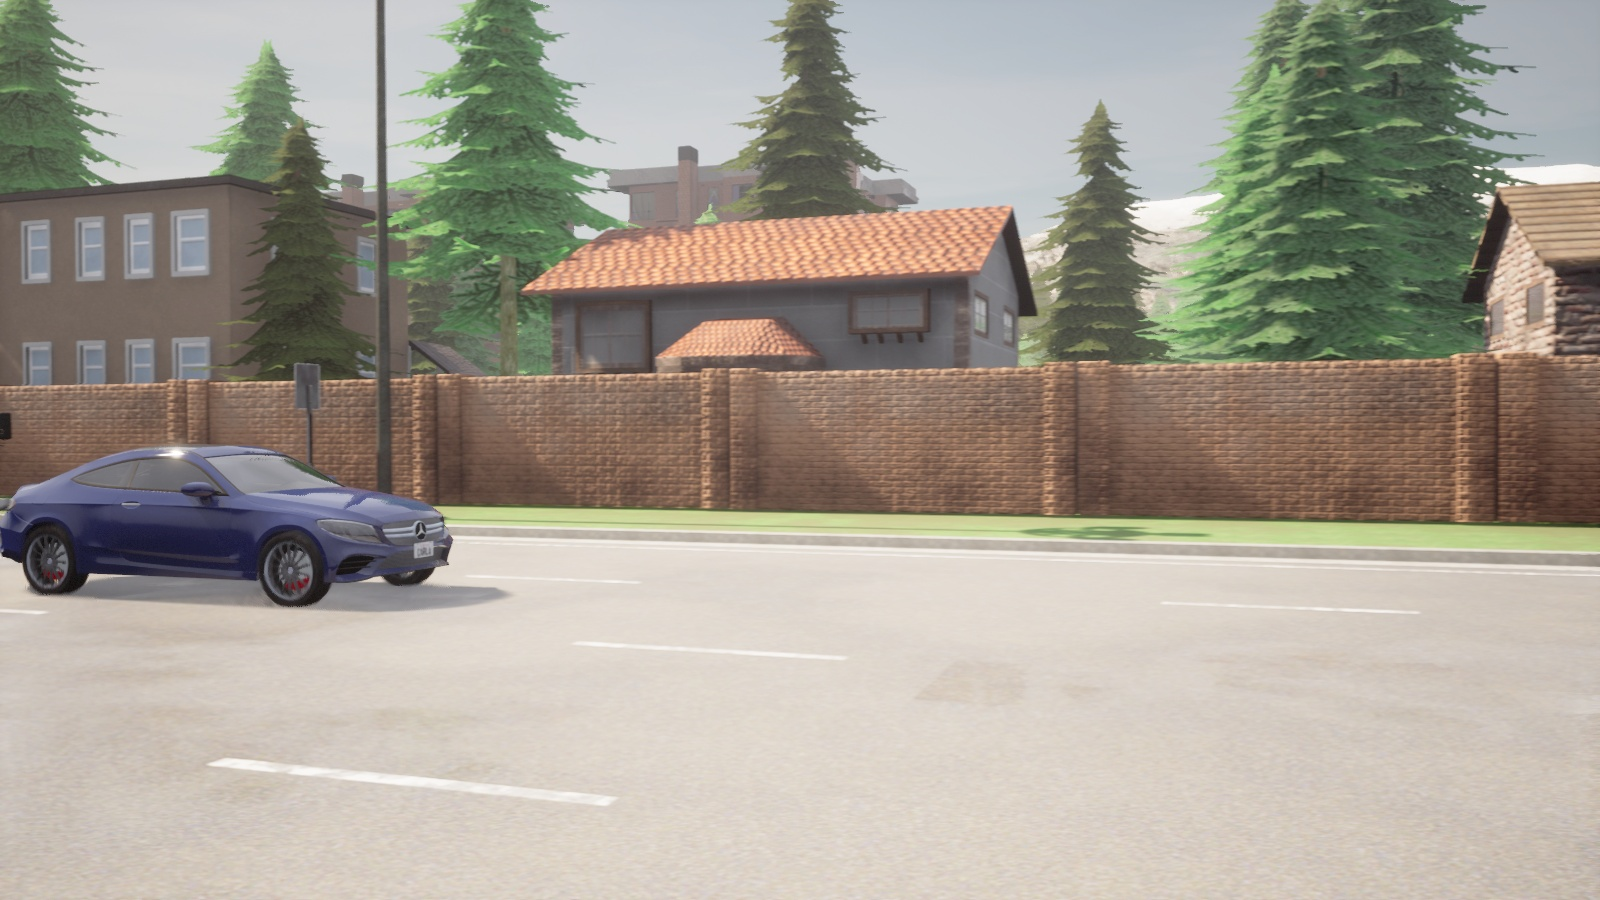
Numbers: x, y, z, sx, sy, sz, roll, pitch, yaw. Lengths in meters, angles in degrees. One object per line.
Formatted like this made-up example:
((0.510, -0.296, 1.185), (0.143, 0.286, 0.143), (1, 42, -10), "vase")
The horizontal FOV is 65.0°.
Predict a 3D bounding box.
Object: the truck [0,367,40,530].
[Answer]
((-14.784, -0.020, 19.238), (5.204, 2.467, 2.627), (0, 1, 19), "truck")

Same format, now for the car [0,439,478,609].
((-5.737, 0.630, 12.509), (4.674, 1.442, 1.812), (1, 1, 19), "car")
